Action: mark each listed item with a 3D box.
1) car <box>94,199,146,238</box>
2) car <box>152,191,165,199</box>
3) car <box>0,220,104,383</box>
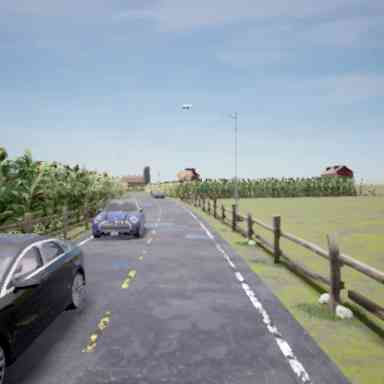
[{"bbox_3d":[-3.453,1.179,16.492,2.097,1.767,4.553,0,1,-4],"label":"car"},{"bbox_3d":[-6.943,0.726,70.856,1.994,1.385,4.181,0,1,-11],"label":"car"},{"bbox_3d":[-2.978,1.454,4.791,2.128,1.511,4.902,0,1,-2],"label":"car"}]
